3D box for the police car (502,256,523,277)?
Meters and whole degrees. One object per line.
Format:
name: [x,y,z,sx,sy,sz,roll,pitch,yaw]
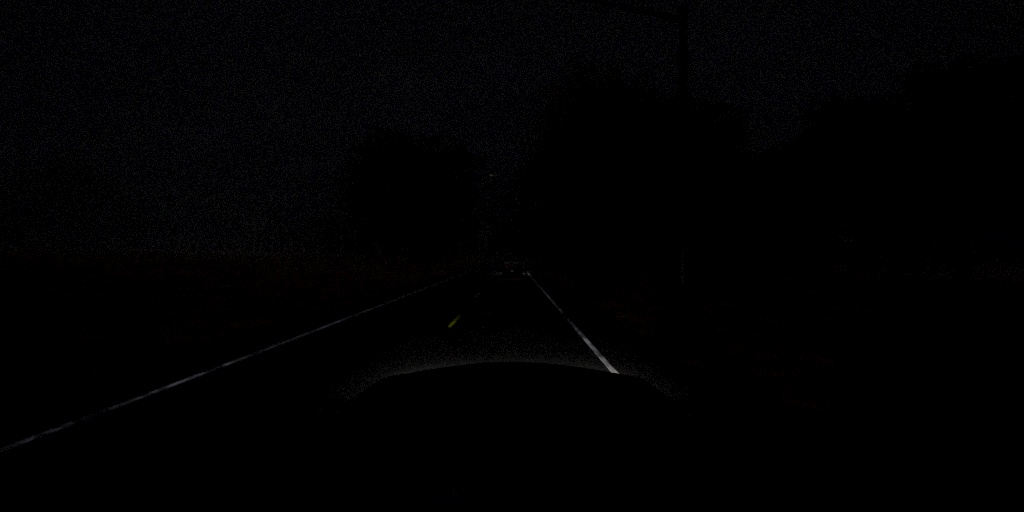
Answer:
police car: [0.036,1.084,34.115,1.930,1.638,5.238,0,0,1]
